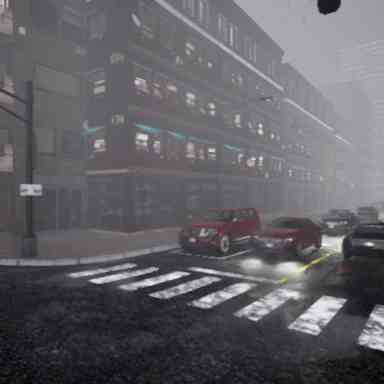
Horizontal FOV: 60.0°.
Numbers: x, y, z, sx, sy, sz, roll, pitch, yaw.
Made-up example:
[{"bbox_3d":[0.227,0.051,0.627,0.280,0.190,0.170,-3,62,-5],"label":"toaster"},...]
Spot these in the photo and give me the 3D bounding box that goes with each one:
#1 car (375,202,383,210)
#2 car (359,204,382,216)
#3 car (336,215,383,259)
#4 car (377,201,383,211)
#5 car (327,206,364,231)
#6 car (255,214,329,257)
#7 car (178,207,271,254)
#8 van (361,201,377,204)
[{"bbox_3d":[40.521,2.982,70.976,1.967,1.590,4.097,-2,-2,35],"label":"car"},{"bbox_3d":[17.606,2.227,33.605,1.837,1.490,4.892,0,-1,35],"label":"car"},{"bbox_3d":[7.459,1.867,13.501,1.994,1.385,4.181,0,-1,35],"label":"car"},{"bbox_3d":[37.264,2.751,66.322,2.192,1.841,5.009,-2,-2,35],"label":"car"},{"bbox_3d":[10.224,1.979,23.071,2.128,1.511,4.902,0,-1,35],"label":"car"},{"bbox_3d":[4.362,1.827,14.695,1.812,1.442,4.674,0,-1,36],"label":"car"},{"bbox_3d":[1.452,1.602,15.073,2.192,1.841,5.009,-1,-2,35],"label":"car"},{"bbox_3d":[27.498,2.460,52.343,1.690,1.788,3.998,-2,-2,35],"label":"van"}]
